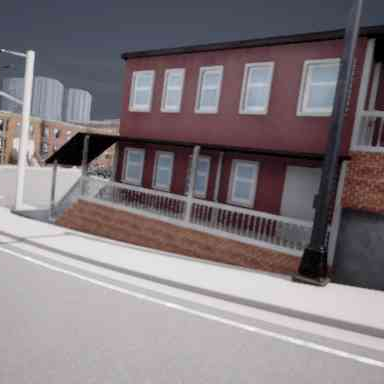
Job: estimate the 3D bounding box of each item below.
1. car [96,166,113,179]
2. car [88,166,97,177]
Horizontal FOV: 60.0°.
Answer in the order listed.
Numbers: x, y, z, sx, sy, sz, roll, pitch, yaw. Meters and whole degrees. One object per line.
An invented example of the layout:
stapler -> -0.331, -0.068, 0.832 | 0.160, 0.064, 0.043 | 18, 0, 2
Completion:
car -> -9.413, -2.595, 44.328 | 2.150, 2.045, 5.566 | 11, 6, 35
car -> -12.984, -2.804, 45.373 | 1.994, 1.385, 4.181 | 11, 6, 35
